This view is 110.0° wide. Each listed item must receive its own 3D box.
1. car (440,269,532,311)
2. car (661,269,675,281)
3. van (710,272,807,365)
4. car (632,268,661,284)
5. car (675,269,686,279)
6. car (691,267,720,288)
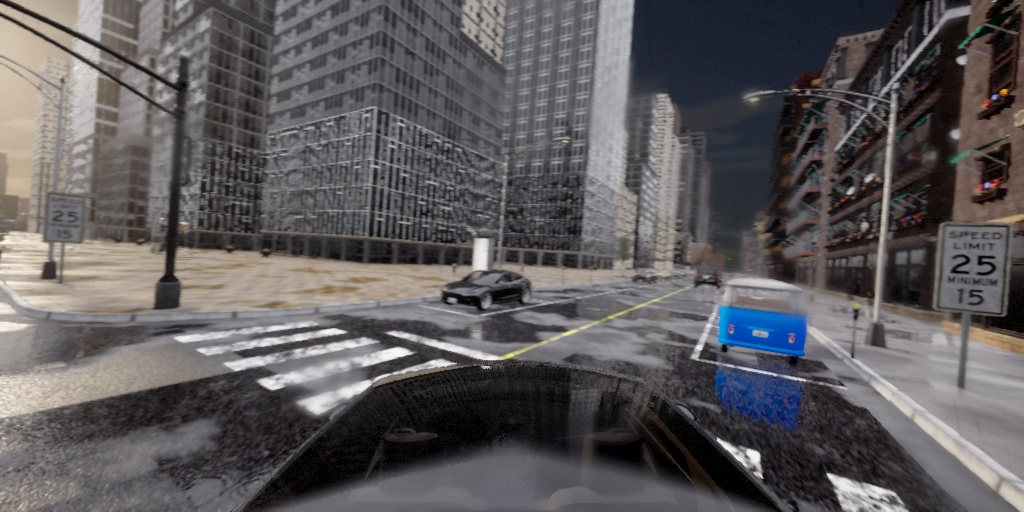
[{"bbox_3d":[-0.844,1.173,13.695,1.948,1.339,4.313,0,0,32],"label":"car"},{"bbox_3d":[19.483,2.423,46.434,1.751,1.417,4.829,0,0,32],"label":"car"},{"bbox_3d":[6.252,1.491,9.268,1.690,1.789,3.998,0,0,32],"label":"van"},{"bbox_3d":[13.738,1.965,37.183,1.967,1.591,4.097,0,0,32],"label":"car"},{"bbox_3d":[25.405,2.822,55.975,2.007,1.370,4.403,0,0,32],"label":"car"},{"bbox_3d":[19.321,2.163,35.210,2.150,2.045,5.566,4,0,33],"label":"car"}]
